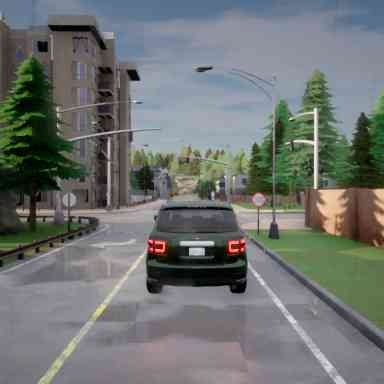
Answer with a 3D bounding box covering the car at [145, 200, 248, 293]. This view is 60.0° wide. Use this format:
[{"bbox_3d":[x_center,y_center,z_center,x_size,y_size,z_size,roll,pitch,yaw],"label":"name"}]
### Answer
[{"bbox_3d":[0.098,1.221,8.979,2.150,2.045,5.566,0,0,0],"label":"car"}]
